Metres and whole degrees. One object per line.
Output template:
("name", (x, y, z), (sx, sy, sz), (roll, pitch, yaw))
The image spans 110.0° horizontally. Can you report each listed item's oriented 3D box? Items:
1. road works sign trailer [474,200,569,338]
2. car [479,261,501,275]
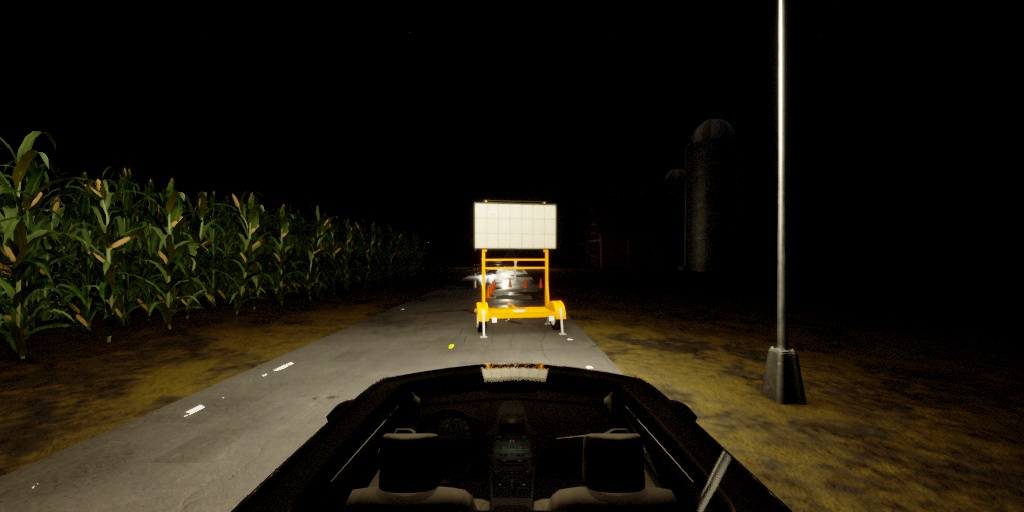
("road works sign trailer", (0.076, 0.219, 10.317), (2.380, 3.560, 2.880), (0, 0, -9))
("car", (-2.774, 1.381, 42.117), (2.128, 1.511, 4.902), (0, 0, 0))
